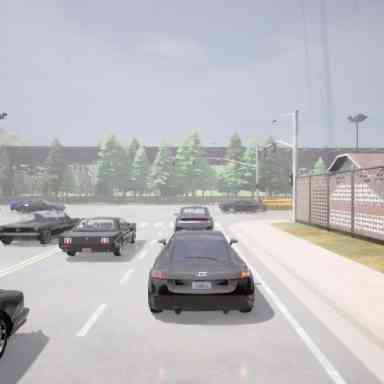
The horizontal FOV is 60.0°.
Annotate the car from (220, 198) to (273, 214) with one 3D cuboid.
[{"bbox_3d":[5.432,1.506,34.485,4.892,1.490,1.837,0,0,-2],"label":"car"}]

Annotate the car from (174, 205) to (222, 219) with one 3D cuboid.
[{"bbox_3d":[0.118,1.492,16.580,2.128,1.511,4.902,0,0,1],"label":"car"}]

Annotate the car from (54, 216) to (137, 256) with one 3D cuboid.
[{"bbox_3d":[-3.399,1.601,12.997,1.895,1.301,4.718,0,0,0],"label":"car"}]

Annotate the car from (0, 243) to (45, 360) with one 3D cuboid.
[{"bbox_3d":[-3.399,1.547,2.602,2.033,1.411,5.357,0,0,0],"label":"car"}]

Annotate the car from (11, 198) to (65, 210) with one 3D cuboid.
[{"bbox_3d":[-15.296,1.525,33.843,4.674,1.442,1.812,0,0,-2],"label":"car"}]

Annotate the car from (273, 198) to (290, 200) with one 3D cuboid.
[{"bbox_3d":[12.287,1.601,45.367,4.718,1.301,1.895,0,0,-3],"label":"car"}]

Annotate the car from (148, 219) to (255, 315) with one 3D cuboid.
[{"bbox_3d":[0.147,1.564,7.677,1.994,1.385,4.181,0,0,-1],"label":"car"}]

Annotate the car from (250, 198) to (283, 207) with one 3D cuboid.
[{"bbox_3d":[11.749,1.601,52.386,4.718,1.301,1.895,0,0,-2],"label":"car"}]

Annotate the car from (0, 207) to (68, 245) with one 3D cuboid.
[{"bbox_3d":[-7.037,1.601,15.689,1.895,1.301,4.718,0,0,1],"label":"car"}]

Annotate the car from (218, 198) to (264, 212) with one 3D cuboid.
[{"bbox_3d":[5.549,1.492,37.990,4.902,1.511,2.128,0,0,-2],"label":"car"}]
